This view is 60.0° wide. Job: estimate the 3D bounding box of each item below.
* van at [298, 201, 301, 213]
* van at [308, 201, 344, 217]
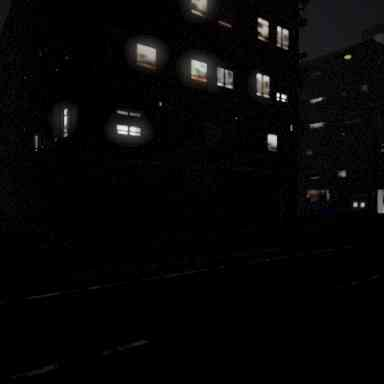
[{"bbox_3d":[12.066,2.010,42.986,1.690,1.788,3.998,-1,0,-36],"label":"van"},{"bbox_3d":[15.383,1.937,38.472,1.690,1.788,3.998,-1,0,-36],"label":"van"}]
